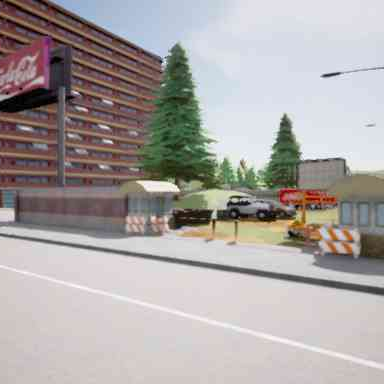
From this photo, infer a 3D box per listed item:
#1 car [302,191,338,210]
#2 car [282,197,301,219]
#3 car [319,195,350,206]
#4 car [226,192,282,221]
[{"bbox_3d":[18.767,1.148,47.876,4.605,1.855,1.932,0,0,35],"label":"car"},{"bbox_3d":[6.416,1.365,27.405,4.193,1.474,1.816,0,0,35],"label":"car"},{"bbox_3d":[21.890,1.315,51.155,3.988,1.617,1.851,0,0,35],"label":"car"},{"bbox_3d":[4.478,1.176,25.346,3.866,1.878,1.905,0,0,35],"label":"car"}]
